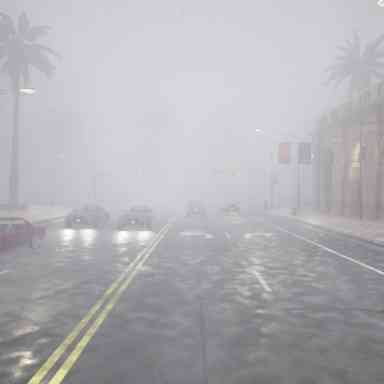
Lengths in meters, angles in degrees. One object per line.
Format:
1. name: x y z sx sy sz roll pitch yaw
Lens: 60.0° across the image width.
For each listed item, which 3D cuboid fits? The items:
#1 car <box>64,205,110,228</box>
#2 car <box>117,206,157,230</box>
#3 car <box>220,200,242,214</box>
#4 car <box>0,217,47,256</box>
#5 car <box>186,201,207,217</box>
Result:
1. car: -6.909 1.562 22.296 1.994 1.385 4.181 0 0 1
2. car: -3.388 1.562 21.179 1.994 1.385 4.181 0 0 1
3. car: 3.970 1.522 34.847 1.812 1.442 4.674 0 0 2
4. car: -7.048 1.600 11.730 1.895 1.301 4.718 0 0 0
5. car: 0.387 1.544 31.122 2.033 1.411 5.357 0 0 1
